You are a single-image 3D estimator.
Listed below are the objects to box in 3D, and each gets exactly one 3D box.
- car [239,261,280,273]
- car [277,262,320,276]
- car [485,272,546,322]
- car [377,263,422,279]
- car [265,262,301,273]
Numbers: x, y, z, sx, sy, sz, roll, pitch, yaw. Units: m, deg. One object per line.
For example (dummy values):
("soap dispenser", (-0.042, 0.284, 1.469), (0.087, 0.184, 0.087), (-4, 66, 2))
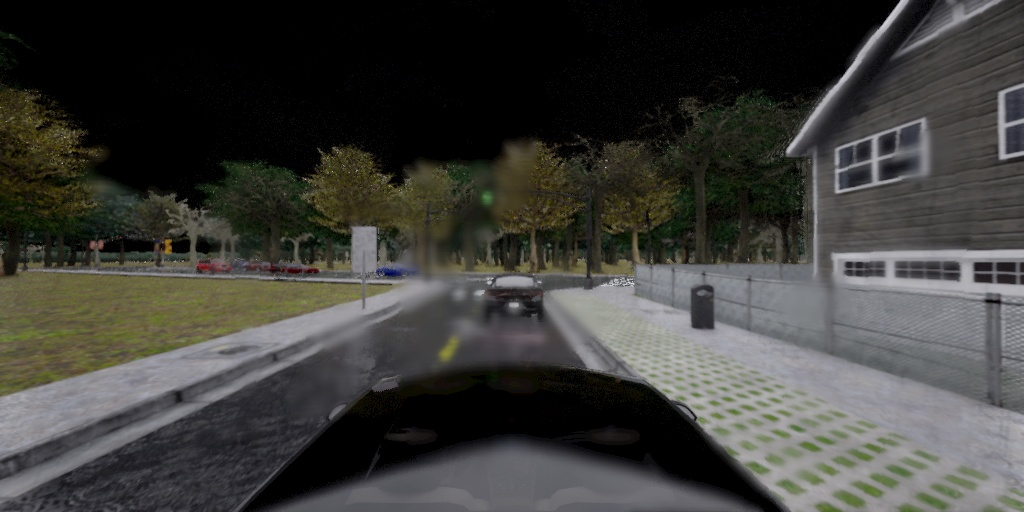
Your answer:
("car", (-36.325, 1.522, 51.566), (4.553, 1.767, 2.097), (0, -1, 23))
("car", (-25.530, 1.689, 43.270), (4.718, 1.301, 1.895), (0, -1, 23))
("car", (0.102, 1.313, 12.767), (1.882, 1.535, 5.008), (0, -1, 0))
("car", (-11.701, 1.505, 37.299), (5.008, 1.535, 1.882), (0, -1, 23))
("car", (-34.767, 1.694, 54.432), (4.902, 1.511, 2.128), (0, -1, 23))
